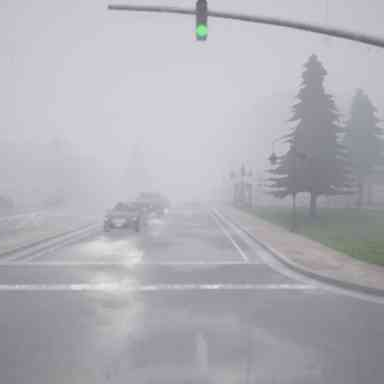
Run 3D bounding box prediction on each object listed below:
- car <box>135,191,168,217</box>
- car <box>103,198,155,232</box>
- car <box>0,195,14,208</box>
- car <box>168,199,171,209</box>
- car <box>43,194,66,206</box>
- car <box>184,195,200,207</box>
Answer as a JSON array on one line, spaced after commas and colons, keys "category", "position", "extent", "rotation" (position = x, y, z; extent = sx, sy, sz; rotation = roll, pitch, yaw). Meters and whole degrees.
[{"category": "car", "position": [-3.587, 0.971, 28.700], "extent": [2.150, 2.045, 5.566], "rotation": [0, 0, 0]}, {"category": "car", "position": [-3.595, 1.327, 18.730], "extent": [2.128, 1.511, 4.902], "rotation": [0, 0, 0]}, {"category": "car", "position": [-20.503, 1.080, 34.789], "extent": [1.970, 1.475, 3.806], "rotation": [0, 0, 0]}, {"category": "car", "position": [-3.532, 1.225, 38.809], "extent": [1.994, 1.385, 4.181], "rotation": [0, 0, 0]}, {"category": "car", "position": [-17.449, 1.005, 42.179], "extent": [1.845, 1.501, 3.633], "rotation": [0, 0, 0]}, {"category": "car", "position": [0.046, 1.143, 43.880], "extent": [1.812, 1.442, 4.674], "rotation": [0, 0, 1]}]
